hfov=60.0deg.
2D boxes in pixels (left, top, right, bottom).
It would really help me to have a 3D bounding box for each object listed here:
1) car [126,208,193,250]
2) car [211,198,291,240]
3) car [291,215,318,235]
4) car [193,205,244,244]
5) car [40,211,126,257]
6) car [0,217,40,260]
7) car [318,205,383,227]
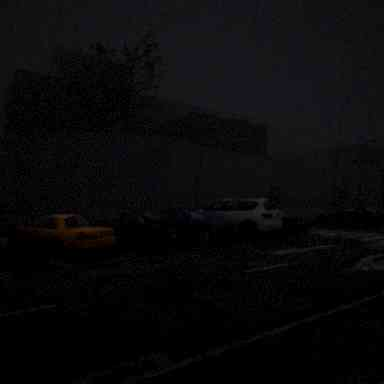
[{"bbox_3d":[-2.713,1.555,14.698,4.892,1.521,2.231,-1,-1,35],"label":"car"},{"bbox_3d":[2.114,1.368,18.182,5.566,2.045,2.435,-1,-1,35],"label":"car"},{"bbox_3d":[4.567,1.657,19.906,4.892,1.521,2.231,-1,-2,34],"label":"car"},{"bbox_3d":[-0.289,1.586,16.441,5.008,1.535,2.097,-1,-1,35],"label":"car"},{"bbox_3d":[-5.299,1.523,13.077,5.366,1.575,1.946,-1,-1,35],"label":"car"},{"bbox_3d":[-7.600,1.525,11.256,4.792,1.488,2.163,-1,-1,35],"label":"car"},{"bbox_3d":[11.856,1.818,25.081,4.674,1.452,2.002,-1,-1,35],"label":"car"}]
